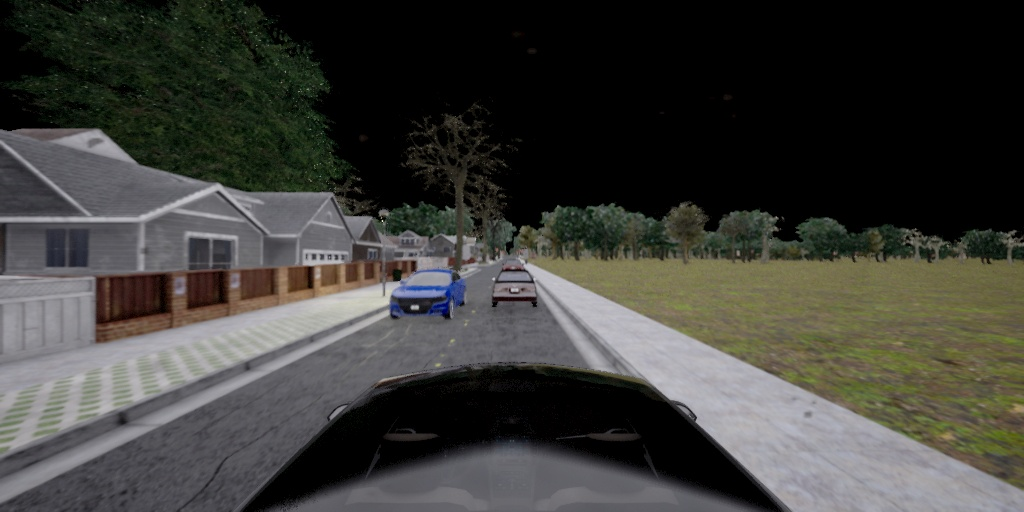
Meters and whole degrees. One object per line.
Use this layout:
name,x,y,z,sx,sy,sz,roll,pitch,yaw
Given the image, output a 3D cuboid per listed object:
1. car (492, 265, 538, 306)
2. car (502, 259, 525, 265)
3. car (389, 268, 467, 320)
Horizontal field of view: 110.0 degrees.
car,0.100,1.280,15.549,2.033,1.411,5.357,0,0,0
car,0.102,1.059,33.446,2.097,1.767,4.553,0,0,0
car,-2.778,1.214,12.806,1.882,1.535,5.008,0,0,0
